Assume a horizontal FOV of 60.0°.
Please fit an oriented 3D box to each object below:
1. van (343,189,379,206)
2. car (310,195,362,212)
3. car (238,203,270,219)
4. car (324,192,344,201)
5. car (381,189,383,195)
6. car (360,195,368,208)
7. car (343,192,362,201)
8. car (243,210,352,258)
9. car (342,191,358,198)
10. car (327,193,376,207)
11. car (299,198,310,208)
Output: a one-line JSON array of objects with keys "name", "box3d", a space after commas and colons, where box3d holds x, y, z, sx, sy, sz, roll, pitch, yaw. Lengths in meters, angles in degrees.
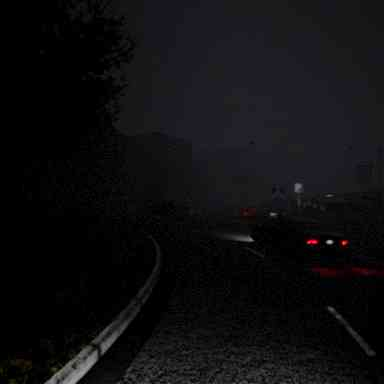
[{"name": "van", "box3d": [22.716, 1.005, 45.422, 4.442, 1.987, 1.878, 0, 1, 21]}, {"name": "car", "box3d": [16.603, 1.490, 38.591, 4.892, 1.521, 2.231, 0, 1, 21]}, {"name": "car", "box3d": [6.271, 1.821, 33.002, 1.882, 1.535, 5.008, 0, 1, 32]}, {"name": "car", "box3d": [26.985, 0.840, 63.051, 2.128, 1.511, 4.902, 0, 1, 41]}, {"name": "car", "box3d": [24.578, 0.894, 47.760, 5.566, 2.045, 2.435, 0, 2, 21]}, {"name": "car", "box3d": [18.609, 1.443, 40.877, 4.674, 1.452, 2.002, 0, 2, 21]}, {"name": "car", "box3d": [29.433, 0.793, 60.914, 1.882, 1.535, 5.008, 0, 1, 41]}, {"name": "car", "box3d": [4.110, 1.733, 13.597, 2.033, 1.411, 5.357, 3, -1, -11]}, {"name": "car", "box3d": [33.618, 0.476, 70.662, 1.895, 1.301, 4.718, 0, 1, 41]}, {"name": "car", "box3d": [20.434, 1.314, 43.238, 5.366, 1.575, 1.946, 0, 2, 21]}, {"name": "car", "box3d": [16.435, 1.479, 45.822, 1.895, 1.301, 4.718, 0, 1, 41]}]
